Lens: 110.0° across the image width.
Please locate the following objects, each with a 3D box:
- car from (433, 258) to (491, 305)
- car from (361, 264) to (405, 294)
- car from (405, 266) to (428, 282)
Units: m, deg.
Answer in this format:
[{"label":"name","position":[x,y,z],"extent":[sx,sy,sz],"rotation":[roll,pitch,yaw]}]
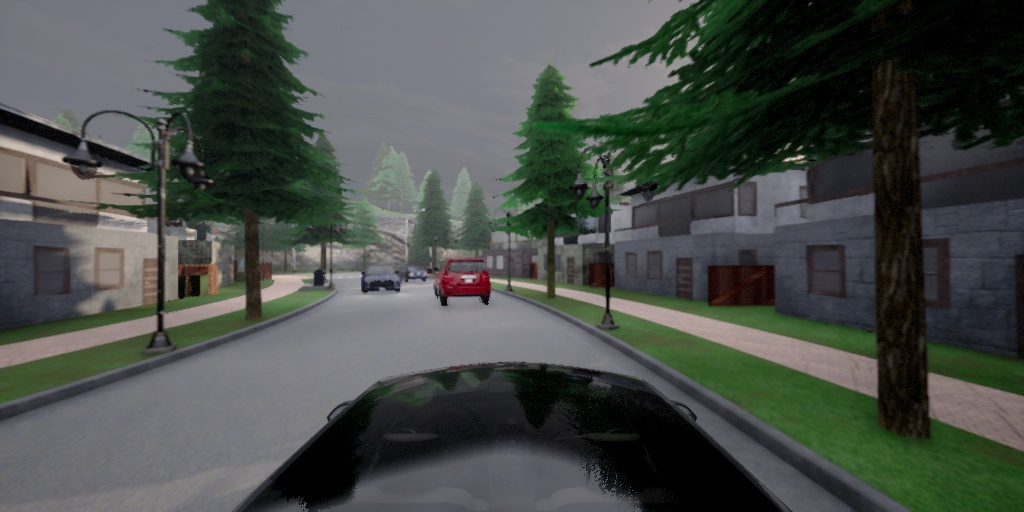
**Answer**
[{"label":"car","position":[-2.509,1.119,17.282],"extent":[2.150,2.045,5.566],"rotation":[0,0,-16]},{"label":"car","position":[-8.152,1.301,22.220],"extent":[2.097,1.767,4.553],"rotation":[0,-1,-23]},{"label":"car","position":[-9.144,1.590,32.386],"extent":[2.033,1.411,5.357],"rotation":[0,-1,-31]}]
